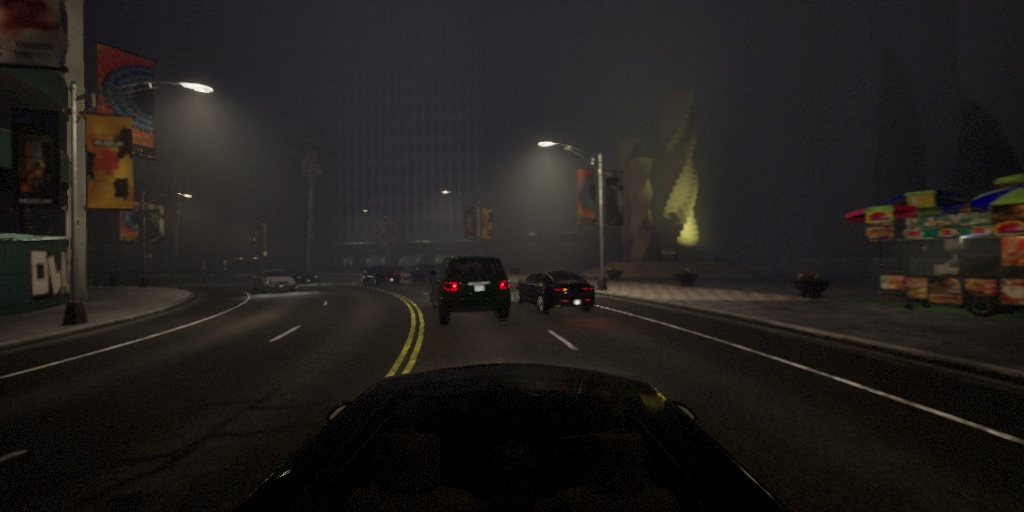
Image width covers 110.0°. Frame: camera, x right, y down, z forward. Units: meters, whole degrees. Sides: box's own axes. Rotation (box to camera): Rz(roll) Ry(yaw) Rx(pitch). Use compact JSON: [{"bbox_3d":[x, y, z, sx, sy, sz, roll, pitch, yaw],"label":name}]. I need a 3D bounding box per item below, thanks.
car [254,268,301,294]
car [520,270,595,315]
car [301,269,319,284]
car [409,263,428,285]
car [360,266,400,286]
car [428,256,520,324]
[{"bbox_3d":[-15.850,1.624,23.894,1.812,1.442,4.674,0,-1,-43],"label":"car"},{"bbox_3d":[1.483,1.293,14.077,1.837,1.490,4.892,0,-1,-16],"label":"car"},{"bbox_3d":[-19.323,1.737,31.752,5.357,1.411,2.033,-1,0,35],"label":"car"},{"bbox_3d":[-6.697,1.339,29.387,2.097,1.767,4.553,-1,0,-38],"label":"car"},{"bbox_3d":[-10.595,1.547,28.677,1.837,1.490,4.892,0,-1,-41],"label":"car"},{"bbox_3d":[-1.620,1.047,12.667,2.150,2.045,5.566,-1,-1,-15],"label":"car"}]
